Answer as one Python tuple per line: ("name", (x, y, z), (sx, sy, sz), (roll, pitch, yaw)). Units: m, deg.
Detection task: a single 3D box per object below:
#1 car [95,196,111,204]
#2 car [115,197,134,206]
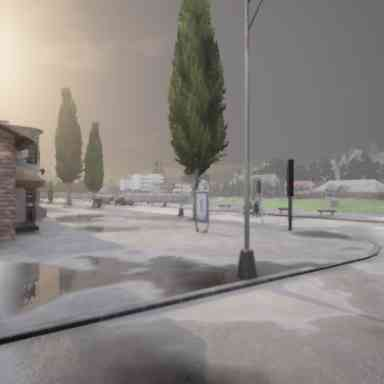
("car", (-17.281, 1.505, 63.977), (2.128, 1.511, 4.902), (0, 0, -36))
("car", (-11.300, 1.539, 55.602), (1.812, 1.442, 4.674), (0, 0, -35))
